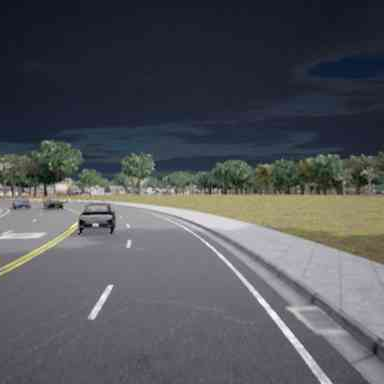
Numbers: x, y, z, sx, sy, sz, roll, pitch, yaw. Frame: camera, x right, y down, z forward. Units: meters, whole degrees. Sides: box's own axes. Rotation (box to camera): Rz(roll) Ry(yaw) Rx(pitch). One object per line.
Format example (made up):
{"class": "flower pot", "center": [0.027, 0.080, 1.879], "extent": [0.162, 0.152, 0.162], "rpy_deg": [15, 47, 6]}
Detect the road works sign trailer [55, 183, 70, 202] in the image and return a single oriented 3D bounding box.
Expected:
{"class": "road works sign trailer", "center": [-24.492, 0.162, 62.308], "extent": [2.880, 3.560, 2.380], "rpy_deg": [0, 1, 43]}

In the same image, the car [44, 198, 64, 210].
{"class": "car", "center": [-16.431, 1.441, 39.495], "extent": [1.895, 1.301, 4.718], "rpy_deg": [-1, 0, -28]}

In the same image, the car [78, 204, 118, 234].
{"class": "car", "center": [-5.307, 1.411, 18.928], "extent": [2.128, 1.511, 4.902], "rpy_deg": [0, 0, -12]}

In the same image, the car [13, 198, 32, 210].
{"class": "car", "center": [-21.034, 1.404, 41.093], "extent": [2.033, 1.411, 5.357], "rpy_deg": [-1, 0, -31]}
